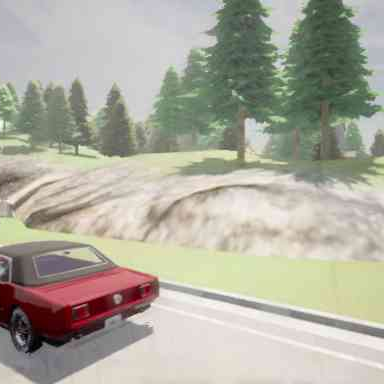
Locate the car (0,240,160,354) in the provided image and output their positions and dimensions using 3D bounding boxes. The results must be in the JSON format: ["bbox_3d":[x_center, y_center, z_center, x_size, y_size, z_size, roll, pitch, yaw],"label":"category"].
[{"bbox_3d":[-2.931,1.569,6.089,4.718,1.301,1.895,0,0,36],"label":"car"}]
